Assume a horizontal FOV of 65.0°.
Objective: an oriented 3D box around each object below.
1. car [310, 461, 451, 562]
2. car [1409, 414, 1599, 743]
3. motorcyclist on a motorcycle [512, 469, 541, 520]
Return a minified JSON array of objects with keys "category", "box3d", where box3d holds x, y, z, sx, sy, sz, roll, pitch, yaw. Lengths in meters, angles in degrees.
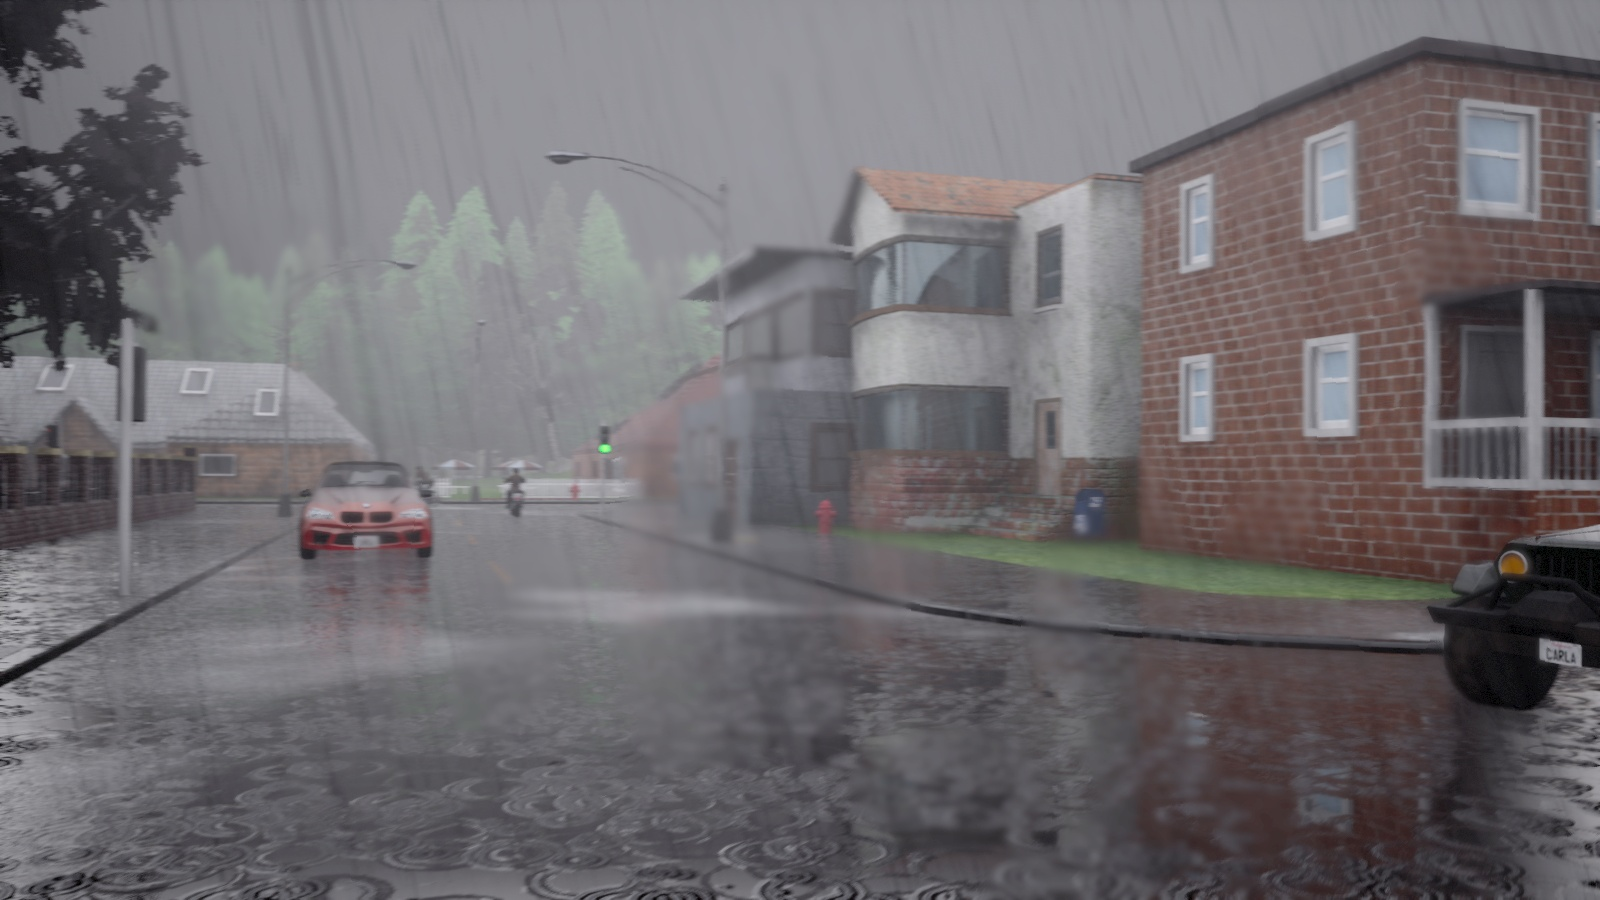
[{"category":"car","box3d":[-7.757,1.055,23.200,2.242,1.667,4.611,0,-1,-19]},{"category":"car","box3d":[6.251,0.749,8.190,3.866,1.878,1.905,0,-1,-19]},{"category":"motorcyclist on a motorcycle","box3d":[-9.161,1.481,42.048,0.766,1.649,2.350,0,-1,-17]}]
